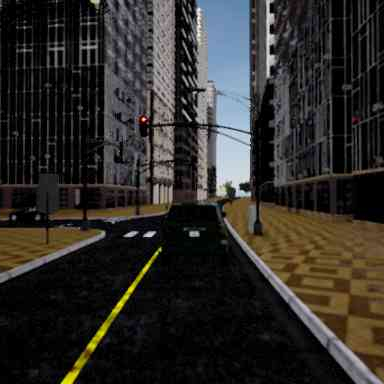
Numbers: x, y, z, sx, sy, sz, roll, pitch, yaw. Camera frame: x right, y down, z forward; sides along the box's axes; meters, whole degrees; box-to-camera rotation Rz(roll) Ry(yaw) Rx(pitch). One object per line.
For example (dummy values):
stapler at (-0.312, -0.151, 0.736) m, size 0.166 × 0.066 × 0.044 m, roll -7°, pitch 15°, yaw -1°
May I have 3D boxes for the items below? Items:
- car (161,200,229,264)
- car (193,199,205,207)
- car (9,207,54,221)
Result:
car at (0.147, 1.346, 12.493) m, size 2.150 × 2.045 × 5.566 m, roll 0°, pitch 0°, yaw 2°
car at (1.368, 2.166, 66.449) m, size 1.895 × 1.301 × 4.718 m, roll 0°, pitch 0°, yaw 8°
car at (-16.271, 2.178, 33.662) m, size 4.403 × 1.369 × 2.008 m, roll -1°, pitch 0°, yaw 10°
